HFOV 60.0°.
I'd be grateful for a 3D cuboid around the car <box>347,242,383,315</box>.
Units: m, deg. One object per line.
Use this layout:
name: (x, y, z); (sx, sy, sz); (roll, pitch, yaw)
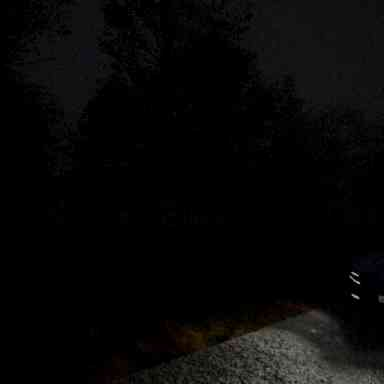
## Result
car: (5.175, 1.506, 6.920); (5.008, 1.535, 1.882); (0, 0, -37)
